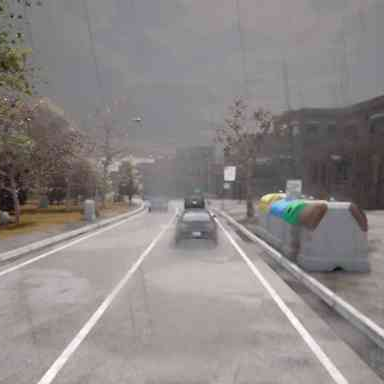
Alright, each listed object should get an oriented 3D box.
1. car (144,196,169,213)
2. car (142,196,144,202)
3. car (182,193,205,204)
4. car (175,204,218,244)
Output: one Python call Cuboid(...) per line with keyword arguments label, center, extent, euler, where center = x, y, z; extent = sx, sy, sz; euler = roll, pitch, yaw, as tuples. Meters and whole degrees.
Cuboid(label="car", center=(-3.552, 1.295, 35.703), extent=(2.097, 1.767, 4.553), euler=(0, 0, -2))
Cuboid(label="car", center=(-10.208, 1.533, 75.660), extent=(2.033, 1.411, 5.357), euler=(-2, 0, -18))
Cuboid(label="car", center=(0.191, 1.160, 35.520), extent=(2.150, 2.045, 5.566), euler=(0, 0, -2))
Cuboid(label="car", center=(0.199, 1.501, 15.516), extent=(1.812, 1.442, 4.674), euler=(0, 0, 0))
